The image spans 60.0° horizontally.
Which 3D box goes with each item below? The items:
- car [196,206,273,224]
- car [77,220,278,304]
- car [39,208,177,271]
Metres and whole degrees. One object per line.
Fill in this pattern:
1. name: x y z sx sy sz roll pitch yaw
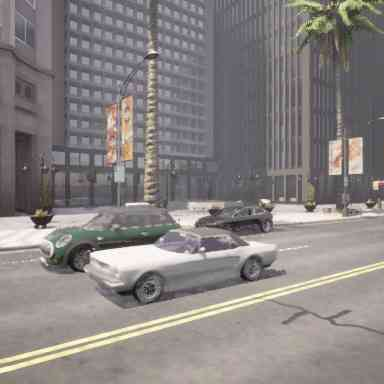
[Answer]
1. car: 2.385 1.513 18.148 4.786 1.482 2.161 0 0 -36
2. car: -0.109 1.601 8.245 4.718 1.301 1.895 0 0 -36
3. car: -2.456 1.353 10.867 4.553 1.767 2.097 0 0 -36
